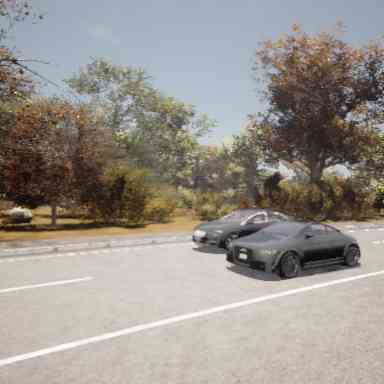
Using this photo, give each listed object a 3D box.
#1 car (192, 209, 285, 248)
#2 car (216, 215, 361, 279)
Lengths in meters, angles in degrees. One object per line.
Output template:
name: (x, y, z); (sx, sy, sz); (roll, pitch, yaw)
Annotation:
car: (2.330, 1.481, 13.609); (4.902, 1.511, 2.128); (0, 0, -30)
car: (3.092, 1.555, 9.979); (4.181, 1.385, 1.994); (0, 0, -31)
